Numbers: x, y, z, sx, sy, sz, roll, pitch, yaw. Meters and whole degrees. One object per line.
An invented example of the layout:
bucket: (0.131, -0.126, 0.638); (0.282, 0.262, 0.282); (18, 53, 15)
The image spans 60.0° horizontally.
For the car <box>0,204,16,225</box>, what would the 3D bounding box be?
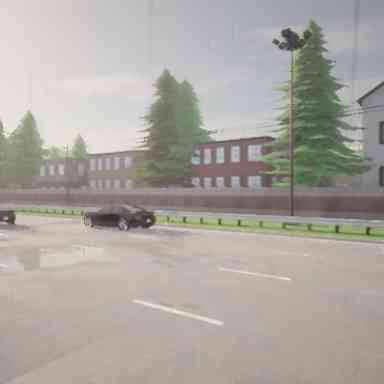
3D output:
car: (-13.592, 1.482, 22.288); (4.674, 1.442, 1.812); (0, 0, 36)

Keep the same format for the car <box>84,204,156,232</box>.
car: (-4.439, 1.451, 20.057); (5.008, 1.535, 1.882); (0, 0, 36)

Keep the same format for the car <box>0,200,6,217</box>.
car: (-19.680, 1.488, 30.930); (5.357, 1.411, 2.033); (0, 0, 36)
